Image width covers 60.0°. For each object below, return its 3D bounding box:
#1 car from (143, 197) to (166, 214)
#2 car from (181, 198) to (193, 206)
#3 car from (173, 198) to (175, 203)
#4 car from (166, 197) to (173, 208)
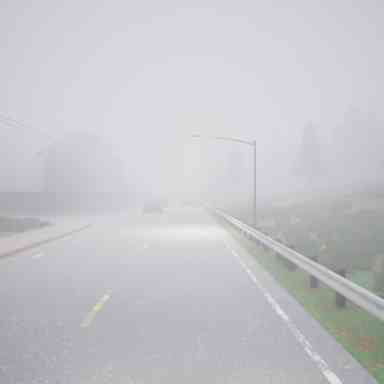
[{"bbox_3d":[-4.184,1.513,36.402,1.882,1.535,5.008,0,0,-1],"label":"car"},{"bbox_3d":[-0.796,1.653,55.298,1.895,1.301,4.718,0,0,-1],"label":"car"},{"bbox_3d":[-4.622,1.630,68.510,1.994,1.385,4.181,0,0,0],"label":"car"},{"bbox_3d":[-4.386,1.538,48.880,2.128,1.511,4.902,0,0,-1],"label":"car"}]
